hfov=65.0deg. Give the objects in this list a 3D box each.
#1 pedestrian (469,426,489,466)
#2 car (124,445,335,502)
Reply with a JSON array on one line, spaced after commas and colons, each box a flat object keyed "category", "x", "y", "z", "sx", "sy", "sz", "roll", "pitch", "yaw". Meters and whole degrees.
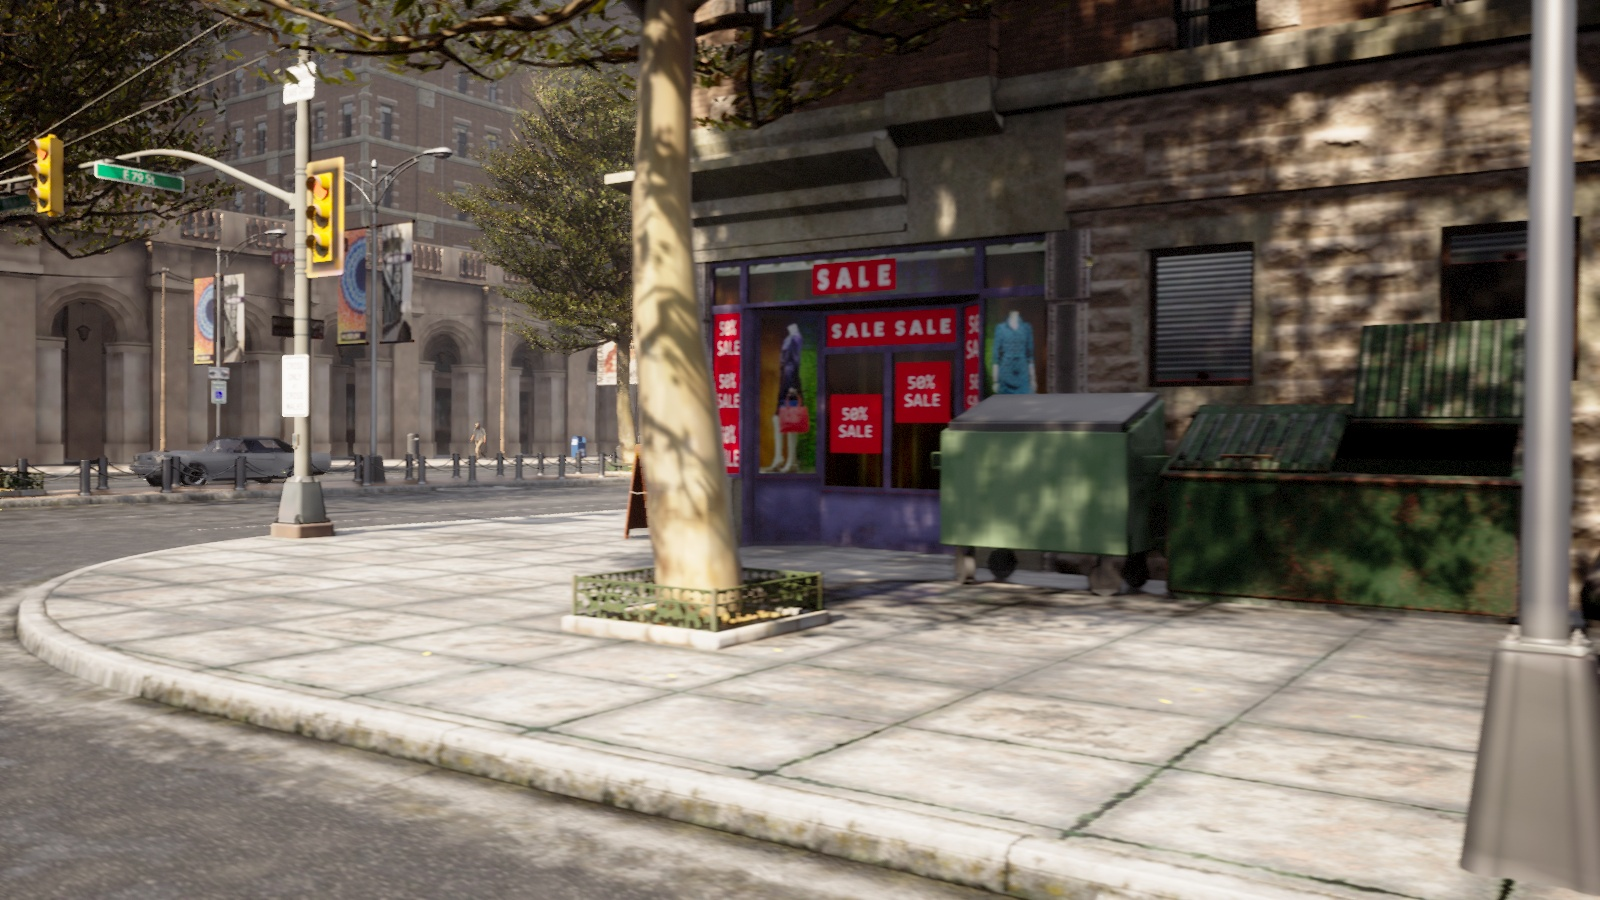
[{"category": "pedestrian", "x": -14.717, "y": -0.193, "z": 57.600, "sx": 0.540, "sy": 1.848, "sz": 0.694, "roll": 0, "pitch": 1, "yaw": 34}, {"category": "car", "x": -14.853, "y": 0.566, "z": 32.953, "sx": 1.895, "sy": 1.301, "sz": 4.718, "roll": 0, "pitch": 1, "yaw": 35}]
